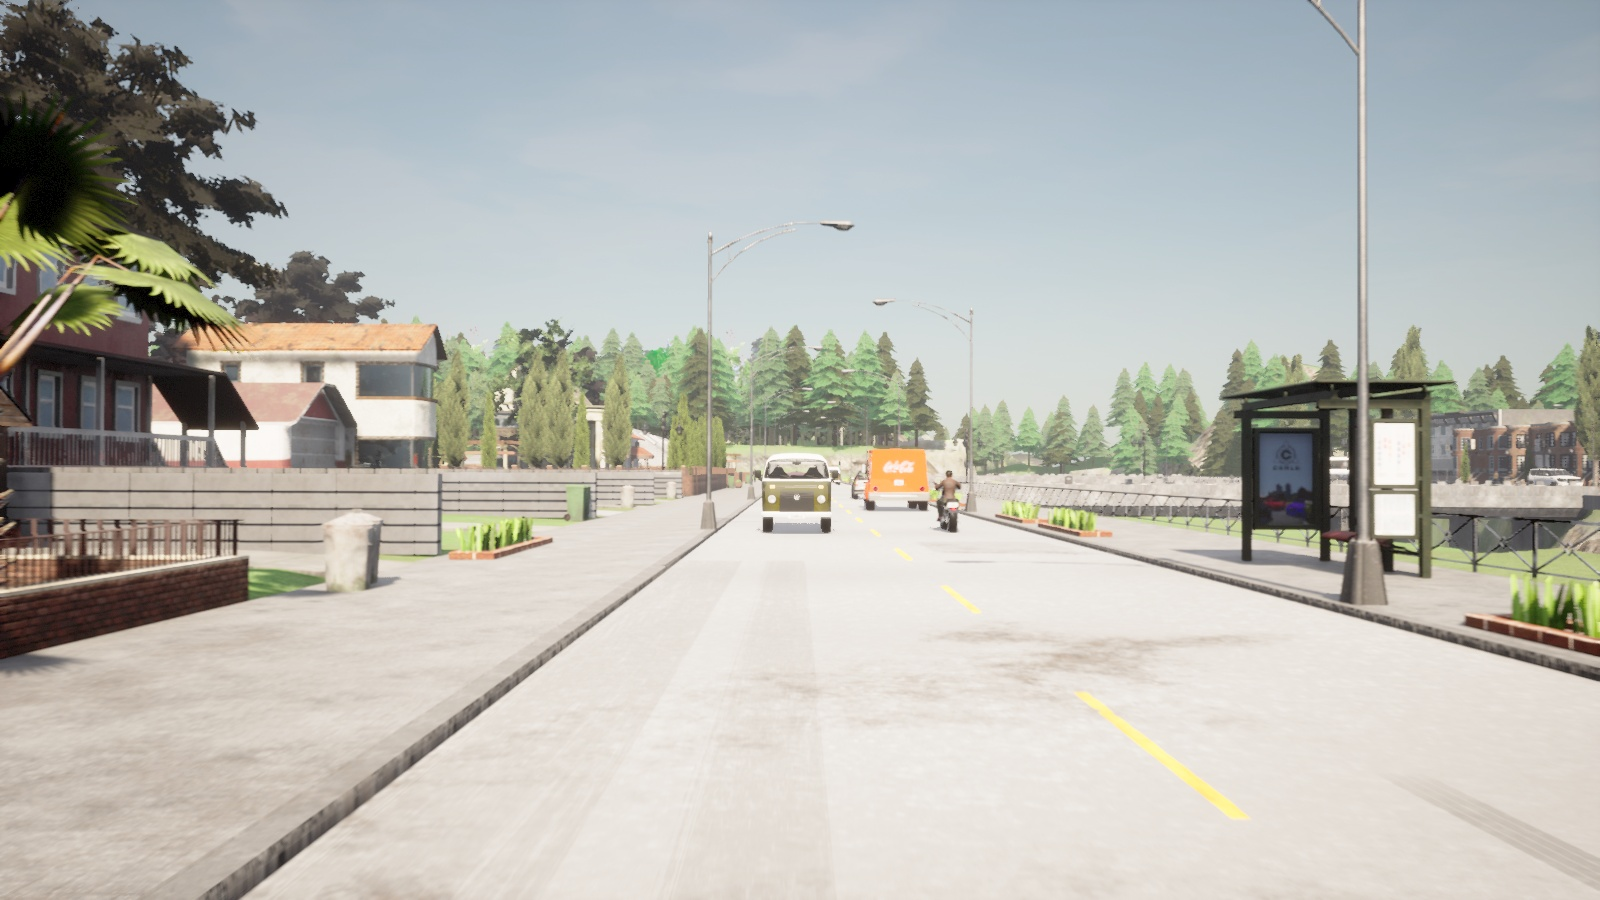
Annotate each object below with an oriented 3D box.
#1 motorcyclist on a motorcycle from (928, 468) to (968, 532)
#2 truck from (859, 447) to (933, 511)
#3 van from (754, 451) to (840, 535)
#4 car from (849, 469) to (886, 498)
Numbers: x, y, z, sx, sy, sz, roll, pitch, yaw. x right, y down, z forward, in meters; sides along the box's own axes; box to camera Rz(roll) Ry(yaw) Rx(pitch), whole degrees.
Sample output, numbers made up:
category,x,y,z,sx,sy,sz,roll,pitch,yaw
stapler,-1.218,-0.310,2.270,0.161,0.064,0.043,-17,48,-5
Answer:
category,x,y,z,sx,sy,sz,roll,pitch,yaw
motorcyclist on a motorcycle,3.922,1.308,33.342,0.766,1.649,2.350,0,-1,0
truck,3.876,1.181,51.863,2.627,2.467,5.204,0,-1,0
van,-0.078,1.086,32.729,2.069,2.038,4.480,0,-1,0
car,3.832,1.895,71.550,1.851,1.617,3.988,0,-1,0
